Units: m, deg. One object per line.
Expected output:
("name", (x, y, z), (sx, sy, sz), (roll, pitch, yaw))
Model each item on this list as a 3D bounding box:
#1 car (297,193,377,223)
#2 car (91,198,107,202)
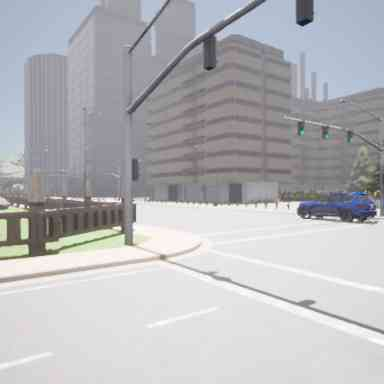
("car", (10.450, 1.084, 24.393), (2.150, 2.045, 5.566), (0, 0, -35))
("car", (-12.745, 1.489, 44.764), (1.895, 1.301, 4.718), (-1, 0, -35))
